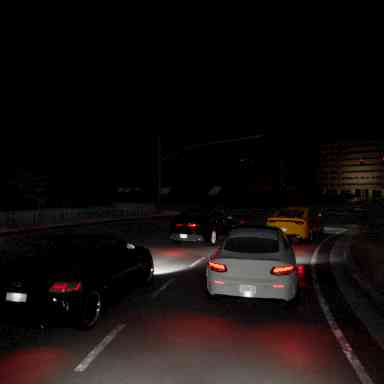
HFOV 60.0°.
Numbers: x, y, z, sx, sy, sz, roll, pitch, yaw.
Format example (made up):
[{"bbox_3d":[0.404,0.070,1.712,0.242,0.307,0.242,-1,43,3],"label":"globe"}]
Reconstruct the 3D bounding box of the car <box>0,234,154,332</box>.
[{"bbox_3d":[-2.255,1.564,7.010,1.994,1.385,4.181,0,0,12],"label":"car"}]

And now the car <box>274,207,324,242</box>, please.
[{"bbox_3d":[5.237,1.478,16.536,1.882,1.535,5.008,0,0,30],"label":"car"}]

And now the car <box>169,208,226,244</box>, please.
[{"bbox_3d":[0.636,1.505,15.441,1.837,1.490,4.892,0,0,24],"label":"car"}]

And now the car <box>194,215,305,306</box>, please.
[{"bbox_3d":[1.539,1.526,8.032,1.812,1.442,4.674,0,0,14],"label":"car"}]
